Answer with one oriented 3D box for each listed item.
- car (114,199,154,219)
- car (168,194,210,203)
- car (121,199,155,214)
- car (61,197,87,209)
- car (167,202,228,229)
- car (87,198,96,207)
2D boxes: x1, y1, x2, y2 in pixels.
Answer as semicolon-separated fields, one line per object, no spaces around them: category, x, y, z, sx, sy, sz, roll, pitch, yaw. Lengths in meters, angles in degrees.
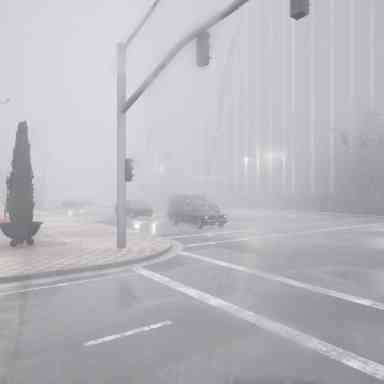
car;-5.259;1.478;29.705;1.882;1.535;5.008;0;0;-36
car;0.025;1.221;28.372;2.150;2.045;5.566;0;0;-36
car;-5.991;1.526;36.711;1.812;1.442;4.674;0;0;-36
car;-16.187;1.601;44.883;1.895;1.301;4.718;0;0;-35
car;0.271;1.601;21.959;1.895;1.301;4.718;0;0;-34
car;-16.633;1.548;51.555;2.033;1.411;5.357;0;0;-35
